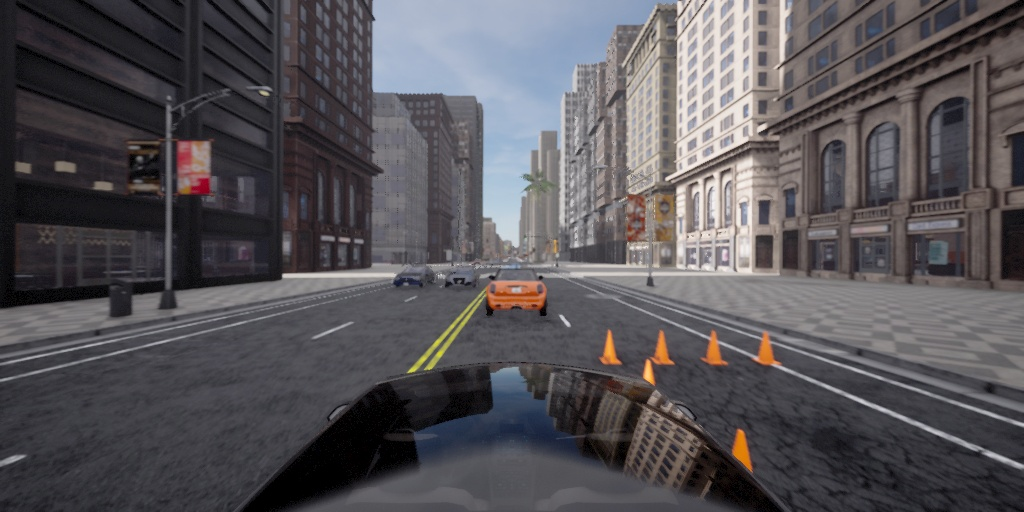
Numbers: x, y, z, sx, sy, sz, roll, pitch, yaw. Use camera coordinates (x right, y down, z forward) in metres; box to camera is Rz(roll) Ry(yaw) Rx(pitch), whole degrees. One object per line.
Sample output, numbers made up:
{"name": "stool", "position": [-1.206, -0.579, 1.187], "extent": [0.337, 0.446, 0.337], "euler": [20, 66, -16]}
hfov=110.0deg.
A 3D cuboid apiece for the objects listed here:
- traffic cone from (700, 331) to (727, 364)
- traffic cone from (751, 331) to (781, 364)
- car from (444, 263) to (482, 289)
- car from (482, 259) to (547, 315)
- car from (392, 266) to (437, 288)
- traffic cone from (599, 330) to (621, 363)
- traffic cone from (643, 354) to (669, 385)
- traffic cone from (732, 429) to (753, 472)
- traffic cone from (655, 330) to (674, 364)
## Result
{"name": "traffic cone", "position": [3.884, 1.738, 6.909], "extent": [0.340, 0.580, 0.340], "euler": [0, 0, 0]}
{"name": "traffic cone", "position": [4.884, 1.741, 6.903], "extent": [0.340, 0.580, 0.340], "euler": [0, 0, 0]}
{"name": "car", "position": [-3.238, 1.388, 24.051], "extent": [1.994, 1.385, 4.181], "euler": [0, 0, 0]}
{"name": "car", "position": [0.157, 1.148, 13.921], "extent": [2.097, 1.767, 4.553], "euler": [0, 0, 0]}
{"name": "car", "position": [-6.484, 1.363, 24.642], "extent": [2.033, 1.411, 5.357], "euler": [0, 0, 0]}
{"name": "traffic cone", "position": [1.884, 1.731, 6.920], "extent": [0.340, 0.580, 0.340], "euler": [0, 0, 0]}
{"name": "traffic cone", "position": [1.873, 1.724, 4.920], "extent": [0.340, 0.580, 0.340], "euler": [0, 0, 0]}
{"name": "traffic cone", "position": [1.862, 1.716, 2.920], "extent": [0.340, 0.580, 0.340], "euler": [0, 0, 0]}
{"name": "traffic cone", "position": [2.884, 1.735, 6.914], "extent": [0.340, 0.580, 0.340], "euler": [0, 0, 0]}
